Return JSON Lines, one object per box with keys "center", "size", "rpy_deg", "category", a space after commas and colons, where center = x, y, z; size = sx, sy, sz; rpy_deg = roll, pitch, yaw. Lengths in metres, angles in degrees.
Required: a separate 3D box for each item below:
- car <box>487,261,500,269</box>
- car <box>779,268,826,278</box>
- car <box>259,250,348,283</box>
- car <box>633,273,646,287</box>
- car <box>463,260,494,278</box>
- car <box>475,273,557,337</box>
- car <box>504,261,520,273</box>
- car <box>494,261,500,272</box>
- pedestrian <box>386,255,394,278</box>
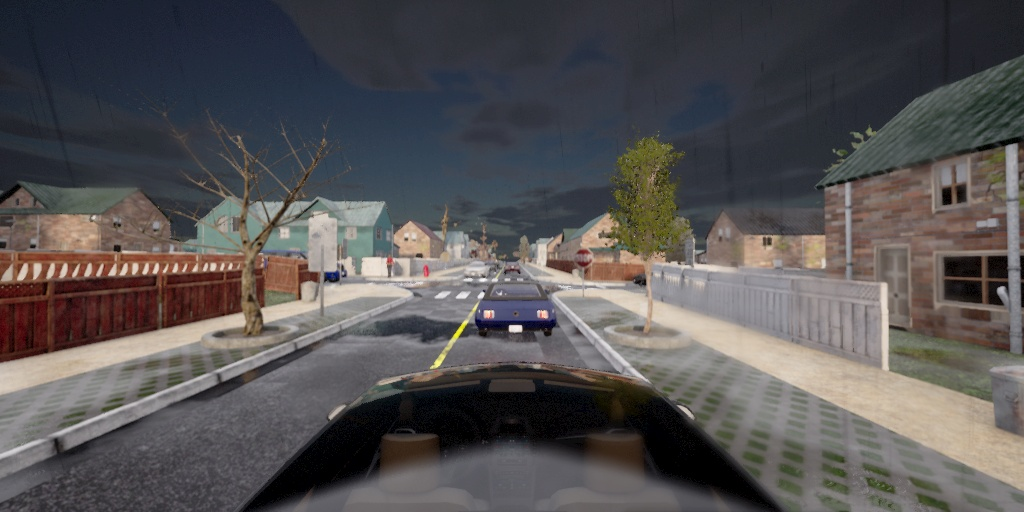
{"center": [-2.902, 1.394, 57.193], "size": [1.895, 1.301, 4.718], "rpy_deg": [0, 0, 0], "category": "car"}
{"center": [21.020, 1.623, 25.441], "size": [4.553, 1.767, 2.097], "rpy_deg": [1, -1, 0], "category": "car"}
{"center": [-13.362, 0.673, 22.473], "size": [5.566, 2.045, 2.150], "rpy_deg": [1, -1, -1], "category": "car"}
{"center": [11.191, 1.526, 25.428], "size": [5.008, 1.535, 1.882], "rpy_deg": [1, -1, 0], "category": "car"}
{"center": [-3.167, 1.276, 33.458], "size": [1.812, 1.442, 4.674], "rpy_deg": [0, 0, 5], "category": "car"}
{"center": [0.084, 1.346, 10.285], "size": [1.895, 1.301, 4.718], "rpy_deg": [0, 0, 0], "category": "car"}
{"center": [0.031, 1.309, 42.530], "size": [2.033, 1.411, 5.357], "rpy_deg": [0, 0, 0], "category": "car"}
{"center": [-2.917, 1.259, 45.661], "size": [2.128, 1.511, 4.902], "rpy_deg": [0, 0, 0], "category": "car"}
{"center": [-9.673, 0.766, 28.313], "size": [0.375, 1.860, 0.375], "rpy_deg": [0, -2, 0], "category": "pedestrian"}
